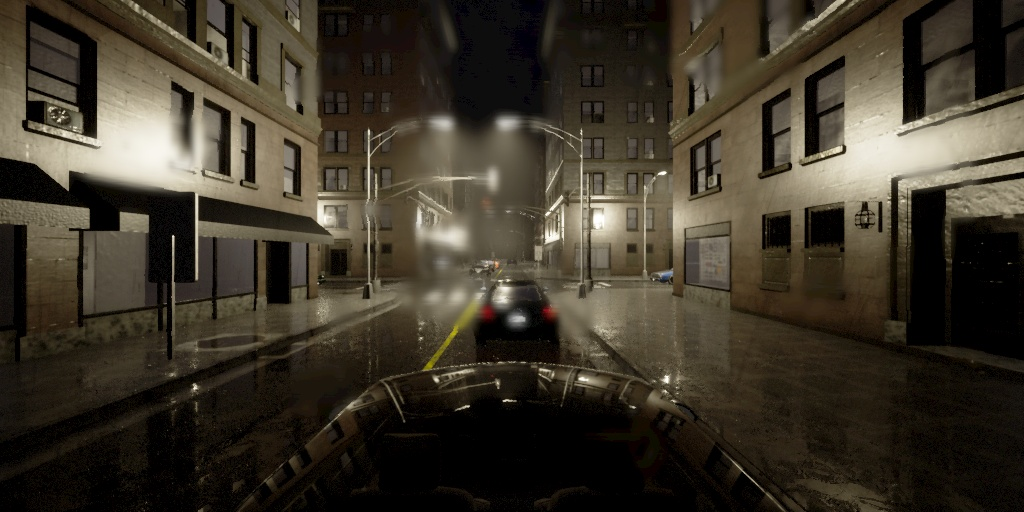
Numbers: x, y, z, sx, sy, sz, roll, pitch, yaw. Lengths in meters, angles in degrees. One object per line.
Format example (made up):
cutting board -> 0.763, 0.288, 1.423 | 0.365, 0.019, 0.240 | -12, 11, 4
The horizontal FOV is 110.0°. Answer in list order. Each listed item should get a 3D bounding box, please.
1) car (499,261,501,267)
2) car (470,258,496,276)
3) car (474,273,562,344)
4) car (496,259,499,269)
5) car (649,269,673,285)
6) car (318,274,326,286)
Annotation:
car -> -3.085, 1.092, 55.907 | 2.097, 1.767, 4.553 | 0, 0, -1
car -> -3.094, 1.239, 36.383 | 2.128, 1.511, 4.902 | 0, 0, 0
car -> 0.115, 1.314, 9.555 | 1.994, 1.385, 4.181 | 0, 0, -1
car -> -3.098, 1.293, 46.125 | 2.033, 1.411, 5.357 | 0, 0, 0
car -> 12.616, 1.260, 25.214 | 5.357, 1.411, 2.033 | 0, 0, 0
car -> -14.086, 1.387, 21.930 | 4.718, 1.301, 1.895 | 0, 0, 0
